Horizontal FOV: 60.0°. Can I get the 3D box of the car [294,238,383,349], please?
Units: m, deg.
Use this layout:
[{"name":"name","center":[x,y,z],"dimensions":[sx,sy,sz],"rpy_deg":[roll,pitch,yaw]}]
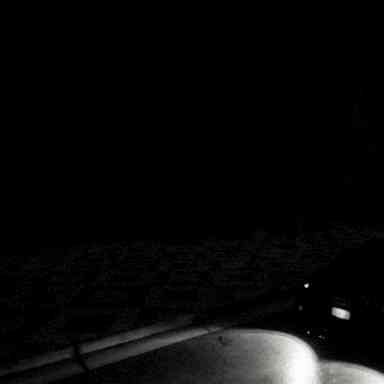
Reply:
[{"name":"car","center":[3.763,1.568,5.963],"dimensions":[4.181,1.385,1.994],"rpy_deg":[0,0,-36]}]
